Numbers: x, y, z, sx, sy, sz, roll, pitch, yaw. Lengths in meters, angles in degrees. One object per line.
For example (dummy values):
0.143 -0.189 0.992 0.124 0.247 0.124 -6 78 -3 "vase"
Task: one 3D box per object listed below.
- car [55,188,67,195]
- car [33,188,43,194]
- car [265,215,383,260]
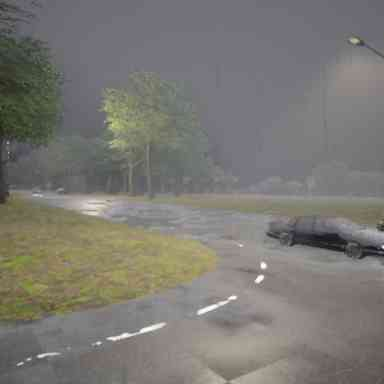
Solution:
-29.566 -0.155 75.130 1.812 1.442 4.674 0 1 -35 "car"
-35.042 -0.224 75.621 2.128 1.511 4.902 0 1 -29 "car"
5.492 1.683 13.575 2.033 1.411 5.357 0 1 -35 "car"
